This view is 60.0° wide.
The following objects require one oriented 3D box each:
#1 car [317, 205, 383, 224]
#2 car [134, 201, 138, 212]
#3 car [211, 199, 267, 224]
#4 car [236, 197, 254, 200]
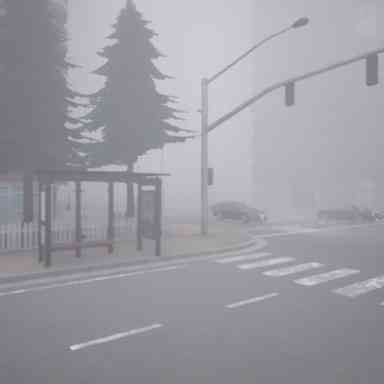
[{"bbox_3d":[12.225,1.685,25.994,1.895,1.301,4.718,0,0,-31],"label":"car"},{"bbox_3d":[-5.121,1.557,37.922,1.882,1.535,5.008,0,0,-35],"label":"car"},{"bbox_3d":[3.610,1.569,25.500,2.128,1.511,4.902,0,0,-34],"label":"car"},{"bbox_3d":[3.840,1.560,31.292,1.882,1.535,5.008,0,0,-35],"label":"car"}]
